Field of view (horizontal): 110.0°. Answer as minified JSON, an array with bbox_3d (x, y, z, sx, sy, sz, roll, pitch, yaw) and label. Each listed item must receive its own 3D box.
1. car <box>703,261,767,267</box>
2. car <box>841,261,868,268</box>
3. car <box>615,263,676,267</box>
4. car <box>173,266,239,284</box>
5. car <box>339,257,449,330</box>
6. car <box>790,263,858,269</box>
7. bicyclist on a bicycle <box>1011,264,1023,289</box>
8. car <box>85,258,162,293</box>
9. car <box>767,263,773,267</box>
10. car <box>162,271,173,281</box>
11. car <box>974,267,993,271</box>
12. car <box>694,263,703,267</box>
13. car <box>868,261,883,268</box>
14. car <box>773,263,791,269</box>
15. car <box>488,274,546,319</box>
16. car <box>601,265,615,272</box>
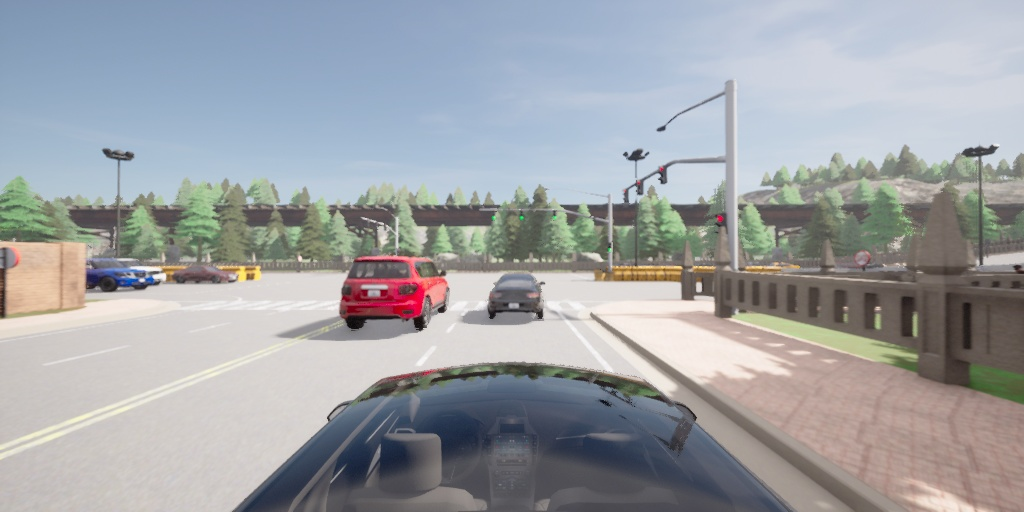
[{"bbox_3d":[22.424,1.400,36.188,4.553,1.767,2.097,0,0,0],"label":"car"},{"bbox_3d":[35.677,1.470,39.668,5.008,1.535,1.882,-1,0,0],"label":"car"},{"bbox_3d":[13.403,1.526,36.220,5.008,1.535,1.882,0,0,0],"label":"car"},{"bbox_3d":[-24.910,1.513,29.182,4.674,1.442,1.812,0,0,0],"label":"car"},{"bbox_3d":[-3.466,1.055,11.604,2.150,2.045,5.566,0,-1,-1],"label":"car"},{"bbox_3d":[31.412,1.635,36.170,4.718,1.301,1.895,0,0,0],"label":"car"},{"bbox_3d":[20.256,1.159,14.209,0.582,1.620,1.656,0,-1,0],"label":"bicyclist on a bicycle"},{"bbox_3d":[-25.663,1.148,22.183,5.566,2.045,2.150,0,0,-1],"label":"car"},{"bbox_3d":[25.528,1.430,39.679,4.553,1.767,2.097,0,0,0],"label":"car"},{"bbox_3d":[-28.284,1.178,25.699,5.566,2.045,2.150,0,0,0],"label":"car"},{"bbox_3d":[32.528,1.481,25.473,5.357,1.411,2.033,-1,0,0],"label":"car"},{"bbox_3d":[22.544,1.613,43.185,4.892,1.490,1.837,0,0,0],"label":"car"},{"bbox_3d":[41.597,1.312,43.155,4.892,1.490,1.837,-3,0,0],"label":"car"},{"bbox_3d":[31.735,1.568,43.169,5.008,1.535,1.882,-1,0,0],"label":"car"},{"bbox_3d":[0.253,1.375,13.253,1.812,1.442,4.674,0,0,5],"label":"car"},{"bbox_3d":[13.128,1.600,43.220,4.902,1.511,2.128,0,0,0],"label":"car"}]
